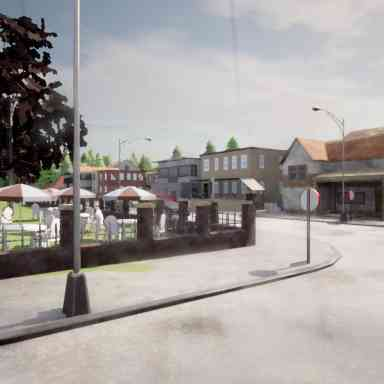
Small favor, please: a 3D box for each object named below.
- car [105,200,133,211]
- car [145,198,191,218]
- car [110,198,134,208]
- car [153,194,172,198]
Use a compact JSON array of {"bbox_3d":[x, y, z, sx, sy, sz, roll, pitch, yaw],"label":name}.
[{"bbox_3d":[-8.984,1.492,40.165,2.128,1.511,4.902,0,0,-35],"label":"car"},{"bbox_3d":[-2.296,1.547,30.745,2.033,1.411,5.357,0,0,-35],"label":"car"},{"bbox_3d":[-10.451,1.564,49.437,1.994,1.385,4.181,0,0,-35],"label":"car"},{"bbox_3d":[-4.439,1.221,40.988,2.150,2.045,5.566,0,0,-35],"label":"car"}]
